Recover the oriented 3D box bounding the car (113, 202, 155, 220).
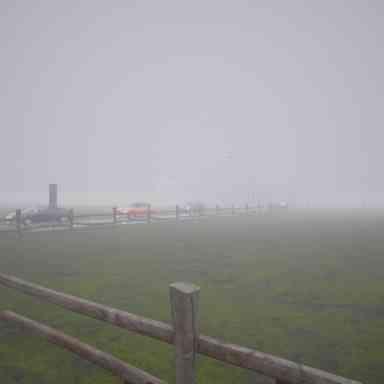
[{"bbox_3d":[-5.911,1.836,34.085,2.097,1.767,4.553,-1,-1,35],"label":"car"}]

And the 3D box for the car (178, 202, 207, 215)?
[{"bbox_3d":[-0.041,2.018,42.367,2.097,1.767,4.553,-1,-1,35],"label":"car"}]

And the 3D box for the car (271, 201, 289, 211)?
[{"bbox_3d":[15.557,2.407,59.338,2.097,1.767,4.553,-1,-1,37],"label":"car"}]

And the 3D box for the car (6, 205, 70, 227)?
[{"bbox_3d":[-11.727,1.795,25.885,2.128,1.511,4.902,-1,-1,36],"label":"car"}]
